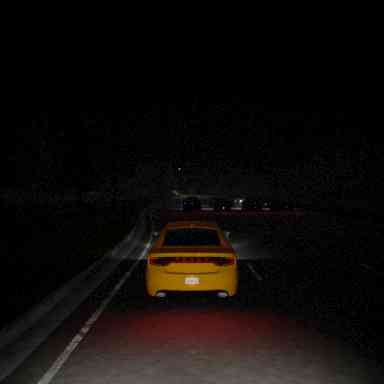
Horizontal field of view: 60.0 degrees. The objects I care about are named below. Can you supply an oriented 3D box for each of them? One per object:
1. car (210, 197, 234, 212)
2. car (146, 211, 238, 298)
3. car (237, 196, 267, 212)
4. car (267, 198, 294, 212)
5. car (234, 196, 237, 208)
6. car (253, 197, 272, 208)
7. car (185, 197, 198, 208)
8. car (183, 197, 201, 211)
[{"bbox_3d":[3.495,1.505,39.187,1.837,1.490,4.892,0,0,0],"label":"car"},{"bbox_3d":[-0.001,1.478,8.578,1.882,1.535,5.008,0,0,0],"label":"car"},{"bbox_3d":[6.995,1.491,39.187,2.128,1.511,4.902,0,0,0],"label":"car"},{"bbox_3d":[10.495,1.478,39.188,1.882,1.535,5.008,0,0,0],"label":"car"},{"bbox_3d":[6.994,1.352,49.577,2.097,1.767,4.553,0,0,0],"label":"car"},{"bbox_3d":[10.494,1.526,49.607,1.812,1.442,4.674,0,0,0],"label":"car"},{"bbox_3d":[-0.006,1.505,49.606,1.837,1.490,4.892,0,0,0],"label":"car"},{"bbox_3d":[-0.005,1.352,39.573,2.097,1.767,4.553,0,0,0],"label":"car"}]
